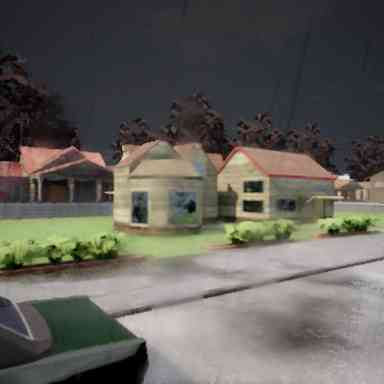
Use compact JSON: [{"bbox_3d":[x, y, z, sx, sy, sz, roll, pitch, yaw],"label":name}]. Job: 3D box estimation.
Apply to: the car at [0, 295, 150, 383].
[{"bbox_3d":[-2.823,1.588,2.585,4.718,1.301,1.895,1,-1,-35],"label":"car"}]
